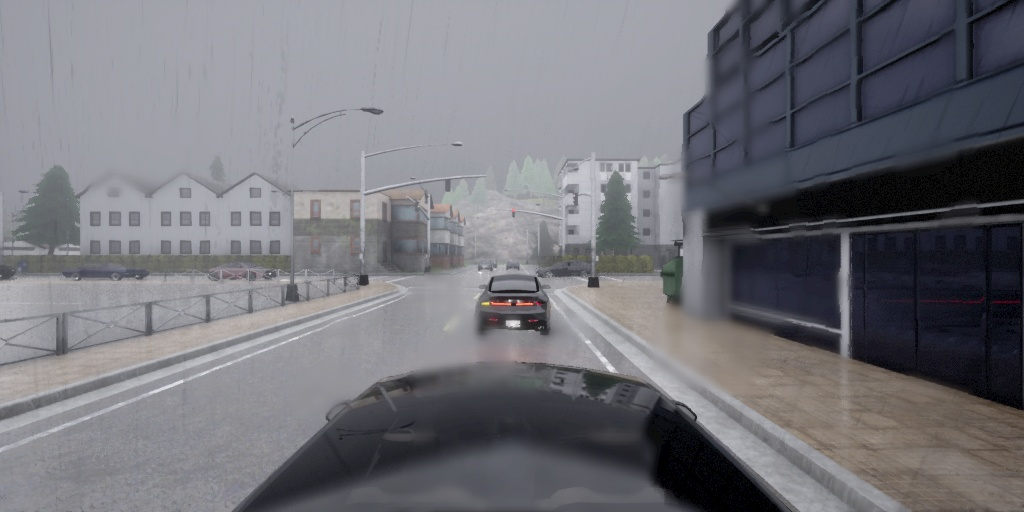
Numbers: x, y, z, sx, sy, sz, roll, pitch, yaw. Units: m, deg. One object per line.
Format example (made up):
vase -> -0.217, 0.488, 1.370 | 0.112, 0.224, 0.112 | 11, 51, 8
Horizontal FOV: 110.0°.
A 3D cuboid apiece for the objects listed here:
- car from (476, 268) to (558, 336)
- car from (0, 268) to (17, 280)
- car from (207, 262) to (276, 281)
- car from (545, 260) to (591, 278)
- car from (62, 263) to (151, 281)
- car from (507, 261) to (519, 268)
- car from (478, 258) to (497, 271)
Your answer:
car -> 0.069, 1.255, 10.365 | 1.837, 1.490, 4.892 | 0, 0, 1
car -> -40.213, 1.175, 26.657 | 4.718, 1.301, 1.895 | 0, 0, 1
car -> -19.885, 1.138, 26.526 | 4.181, 1.385, 1.994 | 0, 0, 0
car -> 4.473, 1.161, 30.122 | 4.892, 1.490, 1.837 | -3, 0, 0
car -> -29.905, 1.175, 26.574 | 4.718, 1.301, 1.895 | 0, 0, 0
car -> 0.159, 1.351, 54.330 | 1.895, 1.301, 4.718 | 0, 0, 0
car -> -3.509, 1.241, 48.334 | 2.128, 1.511, 4.902 | 0, 0, 0
